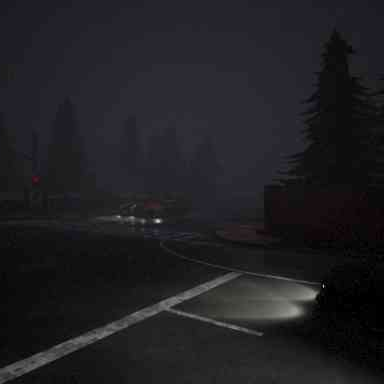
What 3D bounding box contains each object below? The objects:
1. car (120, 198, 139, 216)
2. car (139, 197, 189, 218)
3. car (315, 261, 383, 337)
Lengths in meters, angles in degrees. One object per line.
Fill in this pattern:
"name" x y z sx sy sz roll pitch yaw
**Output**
"car" -4.958 1.352 32.857 2.097 1.767 4.553 0 0 35
"car" -2.226 1.477 30.662 1.882 1.535 5.008 0 0 35
"car" 4.752 1.547 4.875 5.357 1.411 2.033 0 0 36
